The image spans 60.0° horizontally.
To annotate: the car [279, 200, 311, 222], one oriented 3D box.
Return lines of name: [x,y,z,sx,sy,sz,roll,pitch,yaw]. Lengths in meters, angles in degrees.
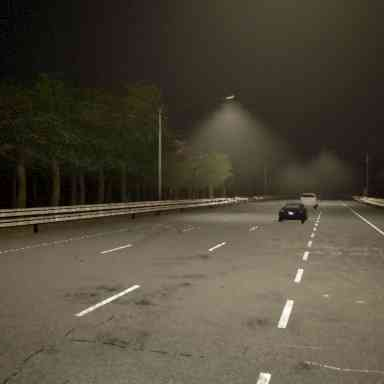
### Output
car: [8.078,1.569,26.337,1.994,1.385,4.181,0,0,22]

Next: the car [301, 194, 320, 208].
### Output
car: [16.914,1.246,48.029,2.150,2.045,5.566,0,0,22]
